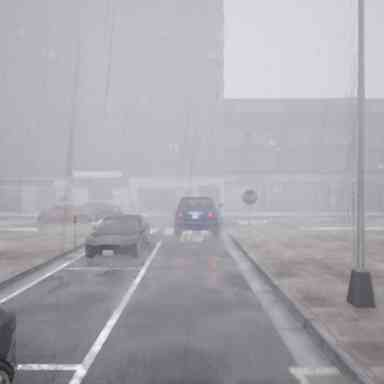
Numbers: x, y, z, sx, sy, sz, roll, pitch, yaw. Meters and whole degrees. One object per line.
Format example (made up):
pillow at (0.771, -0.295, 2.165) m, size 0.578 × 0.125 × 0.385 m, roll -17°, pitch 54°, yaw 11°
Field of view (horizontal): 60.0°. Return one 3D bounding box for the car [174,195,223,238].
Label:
car at (0.418, 1.182, 17.524) m, size 2.150 × 2.045 × 5.566 m, roll 0°, pitch 0°, yaw 6°

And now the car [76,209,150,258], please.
car at (-2.640, 1.537, 12.640) m, size 1.947 × 1.339 × 4.313 m, roll 0°, pitch 0°, yaw 0°

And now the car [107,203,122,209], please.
car at (-7.808, 1.475, 26.193) m, size 4.674 × 1.442 × 1.812 m, roll 0°, pitch 0°, yaw 0°

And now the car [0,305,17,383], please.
car at (-2.639, 1.562, 1.736) m, size 1.947 × 1.339 × 4.313 m, roll 0°, pitch 0°, yaw 0°

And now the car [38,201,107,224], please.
car at (-8.468, 1.529, 23.239) m, size 4.181 × 1.385 × 1.994 m, roll 0°, pitch 0°, yaw 0°
